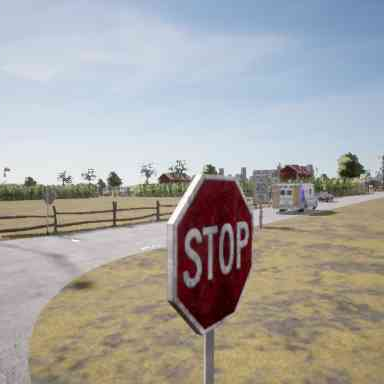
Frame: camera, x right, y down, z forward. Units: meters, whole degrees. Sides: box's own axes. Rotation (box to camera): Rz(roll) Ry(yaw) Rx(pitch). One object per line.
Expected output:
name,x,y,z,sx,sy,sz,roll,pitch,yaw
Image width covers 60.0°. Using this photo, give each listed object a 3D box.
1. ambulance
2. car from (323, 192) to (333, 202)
ambulance,9.526,0.506,30.004,2.351,2.431,6.366,0,1,36
car,18.472,0.704,46.852,1.994,1.385,4.181,0,1,36
